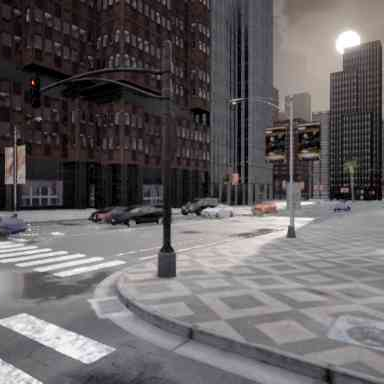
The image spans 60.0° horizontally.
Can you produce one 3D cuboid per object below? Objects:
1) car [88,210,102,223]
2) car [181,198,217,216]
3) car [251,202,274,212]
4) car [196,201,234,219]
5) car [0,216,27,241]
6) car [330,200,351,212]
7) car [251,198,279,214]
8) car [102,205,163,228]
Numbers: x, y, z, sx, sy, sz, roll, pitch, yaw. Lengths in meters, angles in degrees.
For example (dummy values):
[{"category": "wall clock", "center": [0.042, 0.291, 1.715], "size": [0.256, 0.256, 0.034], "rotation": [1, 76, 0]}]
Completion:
[{"category": "car", "center": [-6.417, 1.847, 27.514], "size": [1.994, 1.385, 4.181], "rotation": [0, -1, 35]}, {"category": "car", "center": [1.041, 1.692, 38.051], "size": [2.150, 2.045, 5.566], "rotation": [0, -1, 35]}, {"category": "car", "center": [11.052, 2.332, 52.047], "size": [1.994, 1.385, 4.181], "rotation": [0, -1, 35]}, {"category": "car", "center": [2.777, 1.978, 34.880], "size": [1.812, 1.442, 4.674], "rotation": [0, -1, 35]}, {"category": "car", "center": [-10.762, 1.661, 15.744], "size": [2.033, 1.411, 5.357], "rotation": [0, -1, 35]}, {"category": "car", "center": [24.268, 2.423, 53.660], "size": [2.033, 1.411, 5.357], "rotation": [0, -1, 34]}, {"category": "car", "center": [9.735, 1.980, 44.659], "size": [2.097, 1.767, 4.553], "rotation": [0, -1, 36]}, {"category": "car", "center": [-4.038, 1.759, 25.251], "size": [1.882, 1.535, 5.008], "rotation": [0, -1, 35]}]
